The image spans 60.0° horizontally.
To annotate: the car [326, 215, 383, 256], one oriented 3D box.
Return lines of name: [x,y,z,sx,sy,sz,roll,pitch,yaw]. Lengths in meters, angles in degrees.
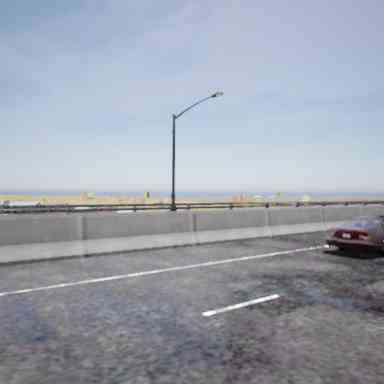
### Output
car: [7.724,1.676,13.679,5.357,1.411,2.033,1,0,-35]
